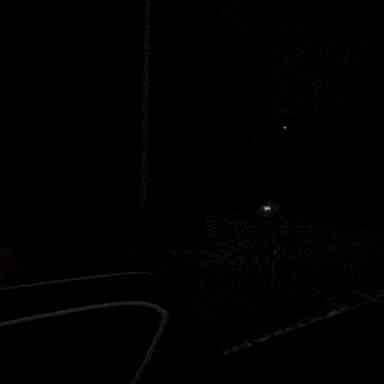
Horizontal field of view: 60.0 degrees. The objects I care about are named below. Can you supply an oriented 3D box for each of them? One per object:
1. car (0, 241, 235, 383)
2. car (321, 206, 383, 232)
[{"bbox_3d":[-2.014,1.313,1.348,5.009,1.841,2.192,0,1,-35],"label":"car"},{"bbox_3d":[10.657,1.652,21.032,2.128,1.511,4.902,2,-2,-35],"label":"car"}]
